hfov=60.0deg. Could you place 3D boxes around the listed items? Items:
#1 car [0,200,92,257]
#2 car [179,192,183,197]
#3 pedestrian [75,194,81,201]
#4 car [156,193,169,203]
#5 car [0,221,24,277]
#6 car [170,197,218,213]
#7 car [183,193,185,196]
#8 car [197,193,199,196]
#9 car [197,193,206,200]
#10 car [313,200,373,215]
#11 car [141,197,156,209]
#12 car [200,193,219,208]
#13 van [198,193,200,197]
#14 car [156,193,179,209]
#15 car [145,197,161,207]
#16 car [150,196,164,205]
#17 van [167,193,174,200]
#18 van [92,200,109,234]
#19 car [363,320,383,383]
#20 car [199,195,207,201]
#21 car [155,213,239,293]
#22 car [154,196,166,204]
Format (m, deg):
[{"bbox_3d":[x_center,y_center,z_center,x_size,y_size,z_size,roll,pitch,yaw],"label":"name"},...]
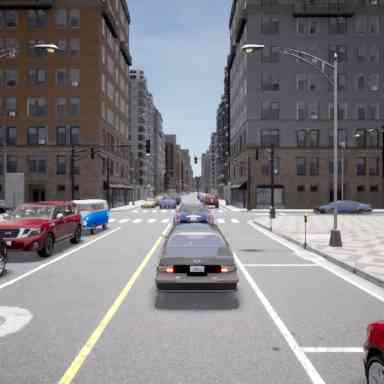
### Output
[{"bbox_3d":[-5.874,1.315,13.058,2.192,1.841,5.009,0,0,0],"label":"car"},{"bbox_3d":[-3.165,1.133,54.749,2.150,2.045,5.566,0,1,1],"label":"car"},{"bbox_3d":[-12.597,1.096,36.657,0.375,1.860,0.375,0,0,1],"label":"pedestrian"},{"bbox_3d":[-5.941,1.191,68.335,2.192,1.841,5.009,0,0,0],"label":"car"},{"bbox_3d":[-5.867,1.566,7.418,1.947,1.339,4.313,0,0,0],"label":"car"},{"bbox_3d":[0.071,1.350,18.468,2.097,1.767,4.553,0,0,0],"label":"car"},{"bbox_3d":[-3.094,1.367,68.233,2.128,1.511,4.902,0,0,0],"label":"car"},{"bbox_3d":[2.577,1.385,74.152,1.752,1.417,4.829,0,0,0],"label":"car"},{"bbox_3d":[2.556,1.123,90.951,2.192,1.841,5.009,0,0,0],"label":"car"},{"bbox_3d":[15.027,1.506,33.235,5.357,1.411,2.033,0,0,1],"label":"car"},{"bbox_3d":[-5.913,1.463,45.546,1.752,1.417,4.829,0,0,0],"label":"car"},{"bbox_3d":[2.613,1.253,45.698,2.192,1.841,5.009,0,0,0],"label":"car"},{"bbox_3d":[2.592,1.233,62.669,1.690,1.788,3.998,0,0,0],"label":"van"},{"bbox_3d":[-3.151,1.293,44.296,2.097,1.767,4.553,0,0,0],"label":"car"},{"bbox_3d":[-5.920,1.489,51.371,1.947,1.339,4.313,0,0,0],"label":"car"},{"bbox_3d":[-5.927,1.433,56.855,1.752,1.417,4.829,0,0,0],"label":"car"},{"bbox_3d":[-5.969,1.149,90.955,1.690,1.788,3.998,0,0,0],"label":"van"},{"bbox_3d":[-5.881,1.339,18.700,1.690,1.788,3.998,0,0,0],"label":"van"},{"bbox_3d":[2.666,1.545,1.764,1.887,1.381,4.507,0,0,0],"label":"car"},{"bbox_3d":[2.570,1.425,79.639,1.802,1.307,4.206,0,0,0],"label":"car"},{"bbox_3d":[0.091,1.547,8.995,2.033,1.411,5.357,0,0,0],"label":"car"},{"bbox_3d":[-5.934,1.418,62.510,1.752,1.417,4.829,0,0,0],"label":"car"}]
